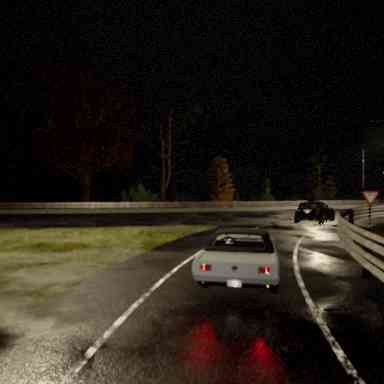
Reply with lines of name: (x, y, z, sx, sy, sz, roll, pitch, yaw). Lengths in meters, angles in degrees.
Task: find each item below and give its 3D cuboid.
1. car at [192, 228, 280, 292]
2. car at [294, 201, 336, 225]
car: (1.398, 1.659, 9.199, 1.895, 1.301, 4.718, 0, 0, 13)
car: (9.828, 1.523, 26.362, 2.097, 1.767, 4.553, 0, -1, 37)
